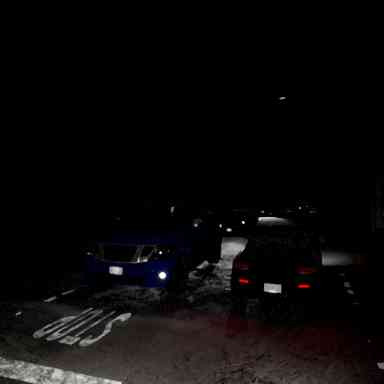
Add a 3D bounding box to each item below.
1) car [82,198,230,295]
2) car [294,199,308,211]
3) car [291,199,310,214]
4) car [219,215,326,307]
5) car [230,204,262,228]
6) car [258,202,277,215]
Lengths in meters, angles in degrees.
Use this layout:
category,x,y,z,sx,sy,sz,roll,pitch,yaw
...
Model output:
category,x,y,z,sx,sy,sz,roll,pitch,yaw
car,-0.665,1.223,9.301,2.150,2.045,5.566,0,0,18
car,15.379,1.743,46.883,1.882,1.535,5.008,0,-1,19
car,12.204,1.693,37.380,1.994,1.385,4.181,0,-1,19
car,2.162,1.528,8.034,1.812,1.442,4.674,0,0,19
car,2.566,1.605,18.850,1.895,1.301,4.718,0,0,19
car,6.970,1.616,31.736,1.994,1.385,4.181,0,-1,19
